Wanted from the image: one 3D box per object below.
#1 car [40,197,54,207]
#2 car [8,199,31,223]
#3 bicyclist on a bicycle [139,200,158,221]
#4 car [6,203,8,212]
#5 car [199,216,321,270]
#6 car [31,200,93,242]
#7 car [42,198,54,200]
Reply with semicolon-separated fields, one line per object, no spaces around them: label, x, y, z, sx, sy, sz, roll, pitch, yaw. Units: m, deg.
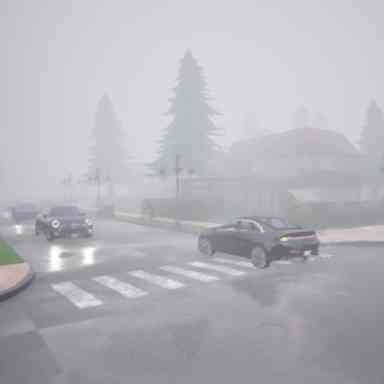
car;-24.634;1.674;56.720;1.882;1.535;5.008;0;0;-20
car;-13.843;1.666;27.860;1.882;1.535;5.008;0;0;-34
bicyclist on a bicycle;-3.333;1.442;25.737;1.656;1.620;0.582;-1;0;-35
car;-22.251;1.685;41.898;1.882;1.535;5.008;0;0;-27
car;2.033;1.590;11.528;2.128;1.511;4.902;0;-2;-31
car;-6.933;1.522;17.867;2.097;1.767;4.553;0;0;-35
car;-15.738;1.746;37.695;1.994;1.385;4.181;0;0;-31
